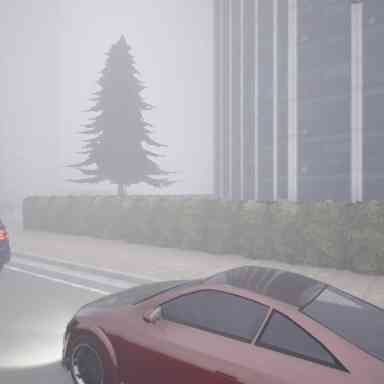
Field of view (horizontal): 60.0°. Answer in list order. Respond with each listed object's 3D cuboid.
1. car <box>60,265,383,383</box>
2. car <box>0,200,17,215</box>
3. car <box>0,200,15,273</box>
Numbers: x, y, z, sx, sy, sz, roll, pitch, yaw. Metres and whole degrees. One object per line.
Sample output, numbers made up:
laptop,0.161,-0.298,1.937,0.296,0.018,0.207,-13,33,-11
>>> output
car,0.451,1.564,3.671,4.181,1.385,1.994,0,0,35
car,-20.375,1.560,33.237,1.837,1.490,4.892,0,0,35
car,-7.160,1.221,9.062,5.566,2.045,2.150,0,0,35
